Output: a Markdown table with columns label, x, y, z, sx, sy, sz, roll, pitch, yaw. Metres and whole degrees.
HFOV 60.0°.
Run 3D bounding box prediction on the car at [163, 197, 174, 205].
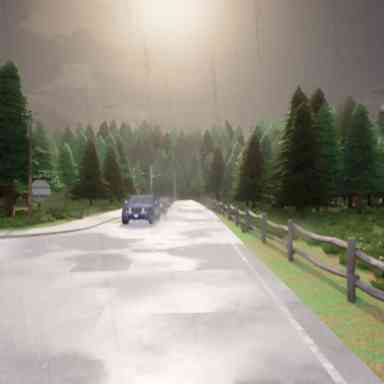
| label | x | y | z | sx | sy | sz | roll | pitch | yaw |
| --- | --- | --- | --- | --- | --- | --- | --- | --- | --- |
| car | -4.205 | 1.575 | 60.450 | 1.895 | 1.301 | 4.718 | 0 | 0 | -2 |

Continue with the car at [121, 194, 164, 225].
| label | x | y | z | sx | sy | sz | roll | pitch | yaw |
| --- | --- | --- | --- | --- | --- | --- | --- | --- | --- |
| car | -3.620 | 1.208 | 24.628 | 2.150 | 2.045 | 5.566 | 0 | 0 | 1 |

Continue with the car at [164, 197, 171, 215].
| label | x | y | z | sx | sy | sz | roll | pitch | yaw |
| --- | --- | --- | --- | --- | --- | --- | --- | --- | --- |
| car | -3.530 | 1.545 | 33.701 | 1.994 | 1.385 | 4.181 | 0 | 0 | 0 |

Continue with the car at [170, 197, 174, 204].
| label | x | y | z | sx | sy | sz | roll | pitch | yaw |
| --- | --- | --- | --- | --- | --- | --- | --- | --- | --- |
| car | -3.919 | 1.508 | 46.738 | 1.812 | 1.442 | 4.674 | 0 | 0 | -1 |
